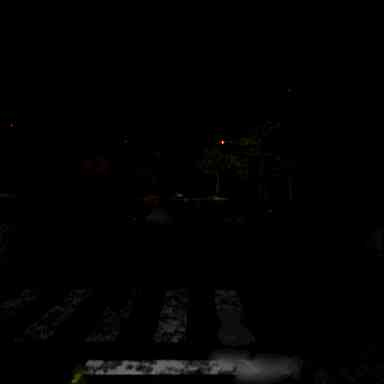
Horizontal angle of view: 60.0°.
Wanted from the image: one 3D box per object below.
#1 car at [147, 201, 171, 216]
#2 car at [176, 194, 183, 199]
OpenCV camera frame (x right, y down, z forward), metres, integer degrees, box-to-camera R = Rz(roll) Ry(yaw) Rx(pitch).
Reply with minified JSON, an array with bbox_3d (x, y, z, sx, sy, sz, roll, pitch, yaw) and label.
[{"bbox_3d":[-3.059,1.543,31.613,1.994,1.385,4.181,0,1,0],"label":"car"},{"bbox_3d":[-3.401,1.330,92.605,1.895,1.301,4.718,0,0,0],"label":"car"}]
